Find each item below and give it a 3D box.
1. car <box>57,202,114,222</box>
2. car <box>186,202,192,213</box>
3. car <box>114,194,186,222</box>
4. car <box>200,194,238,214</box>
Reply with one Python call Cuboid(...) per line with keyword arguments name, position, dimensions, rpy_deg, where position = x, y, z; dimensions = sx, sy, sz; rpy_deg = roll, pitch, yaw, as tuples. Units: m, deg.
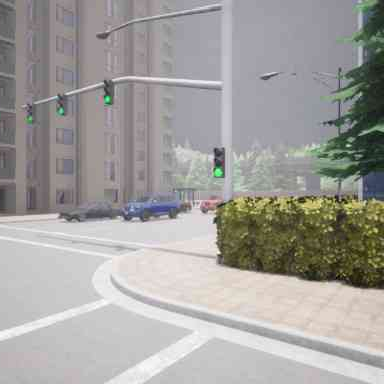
Cuboid(name="car", position=(-7.859, 1.547, 26.545), dimensions=(2.033, 1.411, 5.357), rpy_deg=(0, 0, 36))
Cuboid(name="car", position=(-2.053, 1.478, 34.453), dimensions=(1.882, 1.535, 5.008), rpy_deg=(0, 0, 36))
Cuboid(name="car", position=(-3.237, 1.221, 26.930), dimensions=(2.150, 2.045, 5.566), rpy_deg=(0, 0, 36))
Cuboid(name="car", position=(3.109, 1.221, 35.563), dimensions=(2.150, 2.045, 5.566), rpy_deg=(0, 0, 36))
